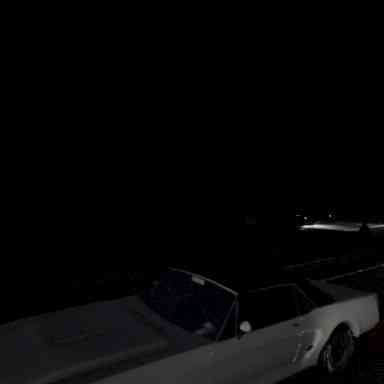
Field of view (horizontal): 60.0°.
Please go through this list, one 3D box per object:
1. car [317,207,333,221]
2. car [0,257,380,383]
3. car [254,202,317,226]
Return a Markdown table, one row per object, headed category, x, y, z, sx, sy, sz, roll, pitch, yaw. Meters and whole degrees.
| category | x | y | z | sx | sy | sz | roll | pitch | yaw |
| --- | --- | --- | --- | --- | --- | --- | --- | --- | --- |
| car | 8.989 | 1.585 | 27.268 | 2.128 | 1.511 | 4.902 | 0 | -1 | -39 |
| car | 0.183 | 1.601 | 4.027 | 4.718 | 1.301 | 1.895 | 0 | 0 | -34 |
| car | 6.631 | 1.651 | 24.618 | 1.994 | 1.385 | 4.181 | 0 | -1 | -39 |
